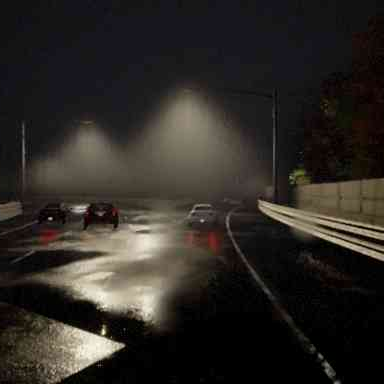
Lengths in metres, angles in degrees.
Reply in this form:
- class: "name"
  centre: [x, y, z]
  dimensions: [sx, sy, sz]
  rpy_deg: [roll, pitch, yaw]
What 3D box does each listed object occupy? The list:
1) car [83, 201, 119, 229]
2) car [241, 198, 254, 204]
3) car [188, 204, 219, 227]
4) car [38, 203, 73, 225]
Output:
- class: "car"
  centre: [-6.007, 1.384, 22.364]
  dimensions: [2.097, 1.767, 4.553]
  rpy_deg: [0, 0, -12]
- class: "car"
  centre: [12.702, 2.145, 78.022]
  dimensions: [1.994, 1.385, 4.181]
  rpy_deg: [0, -3, 15]
- class: "car"
  centre: [0.816, 1.514, 22.478]
  dimensions: [1.812, 1.442, 4.674]
  rpy_deg: [0, 0, 5]
- class: "car"
  centre: [-10.155, 1.562, 24.906]
  dimensions: [1.837, 1.490, 4.892]
  rpy_deg: [0, 0, -13]
